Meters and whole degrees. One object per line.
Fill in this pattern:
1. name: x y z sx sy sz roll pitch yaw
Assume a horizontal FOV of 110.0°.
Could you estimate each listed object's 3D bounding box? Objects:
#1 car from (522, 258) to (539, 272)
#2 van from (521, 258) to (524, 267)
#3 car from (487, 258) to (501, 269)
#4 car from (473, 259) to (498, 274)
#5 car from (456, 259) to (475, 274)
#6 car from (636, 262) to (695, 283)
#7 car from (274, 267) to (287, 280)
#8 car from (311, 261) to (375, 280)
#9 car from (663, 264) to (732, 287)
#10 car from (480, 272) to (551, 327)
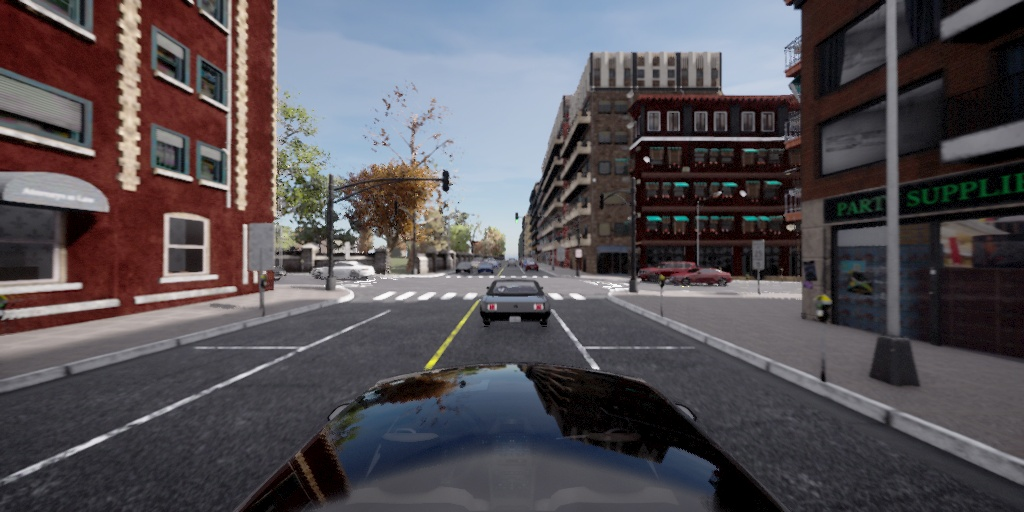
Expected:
1. car: 2.688 1.392 48.959 1.888 1.381 4.507 0 0 0
2. van: 2.688 1.203 54.590 1.690 1.789 3.998 0 0 0
3. car: -3.074 1.393 56.365 1.812 1.442 4.674 0 0 0
4. car: -3.097 1.380 43.444 2.033 1.411 5.357 0 0 0
5. car: -5.692 1.398 43.329 1.948 1.339 4.313 0 0 0
6. car: 13.447 1.401 30.988 5.009 1.841 2.192 0 0 -1
7. car: -18.310 0.988 24.898 4.892 1.490 1.837 1 0 -1
8. car: -13.199 1.118 28.066 4.674 1.442 1.812 1 -1 2
9. car: 14.889 1.624 28.408 4.674 1.442 1.812 1 0 -2
10. car: 0.109 1.366 11.606 1.895 1.301 4.718 0 0 1
